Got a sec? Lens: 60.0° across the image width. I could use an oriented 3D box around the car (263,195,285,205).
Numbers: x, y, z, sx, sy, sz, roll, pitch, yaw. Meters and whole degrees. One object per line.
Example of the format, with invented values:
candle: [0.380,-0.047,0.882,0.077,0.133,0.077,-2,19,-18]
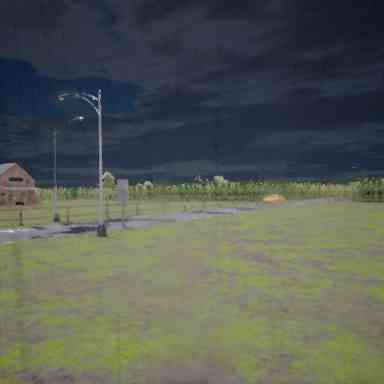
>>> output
car: [12.579,1.198,51.104,1.882,1.535,5.008,-1,0,36]
